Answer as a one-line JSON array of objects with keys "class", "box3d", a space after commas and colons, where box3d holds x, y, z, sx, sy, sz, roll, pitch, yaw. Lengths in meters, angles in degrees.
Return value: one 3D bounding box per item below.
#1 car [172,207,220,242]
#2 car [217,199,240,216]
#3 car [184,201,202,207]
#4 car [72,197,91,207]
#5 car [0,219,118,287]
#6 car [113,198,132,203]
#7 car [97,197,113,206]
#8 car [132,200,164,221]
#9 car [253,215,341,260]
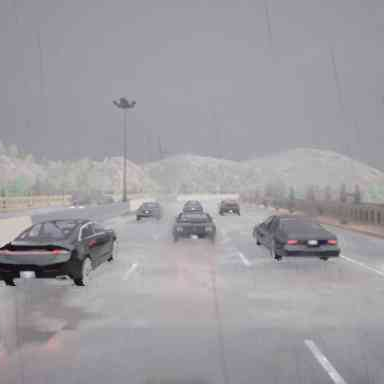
[{"class": "car", "box3d": [0.099, 1.604, 16.268, 1.895, 1.301, 4.718, 0, 0, 0]}, {"class": "car", "box3d": [3.599, 1.511, 33.121, 1.837, 1.490, 4.892, 0, 0, 0]}, {"class": "car", "box3d": [0.100, 1.571, 33.759, 1.994, 1.385, 4.181, 0, 0, 0]}, {"class": "car", "box3d": [-17.564, 1.516, 53.229, 1.837, 1.490, 4.892, 0, 0, 0]}, {"class": "car", "box3d": [-3.400, 1.493, 9.308, 2.128, 1.511, 4.902, 0, 0, 0]}, {"class": "car", "box3d": [-10.573, 1.612, 52.595, 1.895, 1.301, 4.718, 0, 0, 0]}, {"class": "car", "box3d": [-14.060, 1.503, 54.389, 2.128, 1.511, 4.902, 0, 0, 0]}, {"class": "car", "box3d": [-3.400, 1.553, 27.639, 2.033, 1.411, 5.357, 0, 0, 0]}, {"class": "car", "box3d": [3.600, 1.550, 12.431, 2.033, 1.411, 5.357, 0, 0, 0]}]
